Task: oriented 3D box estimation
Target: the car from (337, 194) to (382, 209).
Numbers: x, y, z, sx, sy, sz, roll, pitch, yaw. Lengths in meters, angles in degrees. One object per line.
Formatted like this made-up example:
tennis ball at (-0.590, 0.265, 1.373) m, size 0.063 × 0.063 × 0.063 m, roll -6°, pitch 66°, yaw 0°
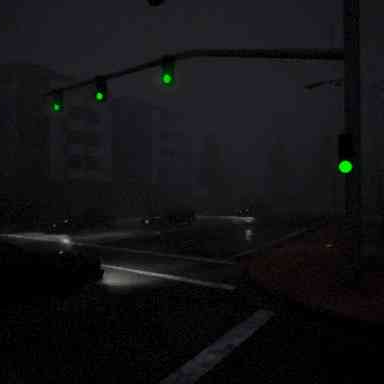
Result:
car at (23.145, 1.294, 45.279) m, size 5.566 × 2.045 × 2.150 m, roll 0°, pitch 0°, yaw -21°

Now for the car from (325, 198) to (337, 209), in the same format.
car at (21.648, 1.600, 48.439) m, size 4.902 × 1.511 × 2.128 m, roll 0°, pitch 0°, yaw -21°

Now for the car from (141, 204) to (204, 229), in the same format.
car at (-1.523, 1.642, 23.377) m, size 2.128 × 1.511 × 4.902 m, roll -1°, pitch 0°, yaw 34°

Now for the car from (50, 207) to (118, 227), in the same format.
car at (-6.870, 1.711, 21.621) m, size 1.812 × 1.442 × 4.674 m, roll -1°, pitch 0°, yaw 33°

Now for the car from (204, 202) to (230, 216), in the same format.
car at (2.793, 1.786, 35.263) m, size 1.895 × 1.301 × 4.718 m, roll -1°, pitch 0°, yaw 42°

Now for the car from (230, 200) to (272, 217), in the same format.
car at (6.351, 1.652, 33.875) m, size 1.837 × 1.490 × 4.892 m, roll -1°, pitch 0°, yaw 44°

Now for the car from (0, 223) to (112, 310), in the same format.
car at (-4.280, 1.620, 6.310) m, size 2.033 × 1.411 × 5.357 m, roll -1°, pitch 0°, yaw 34°
